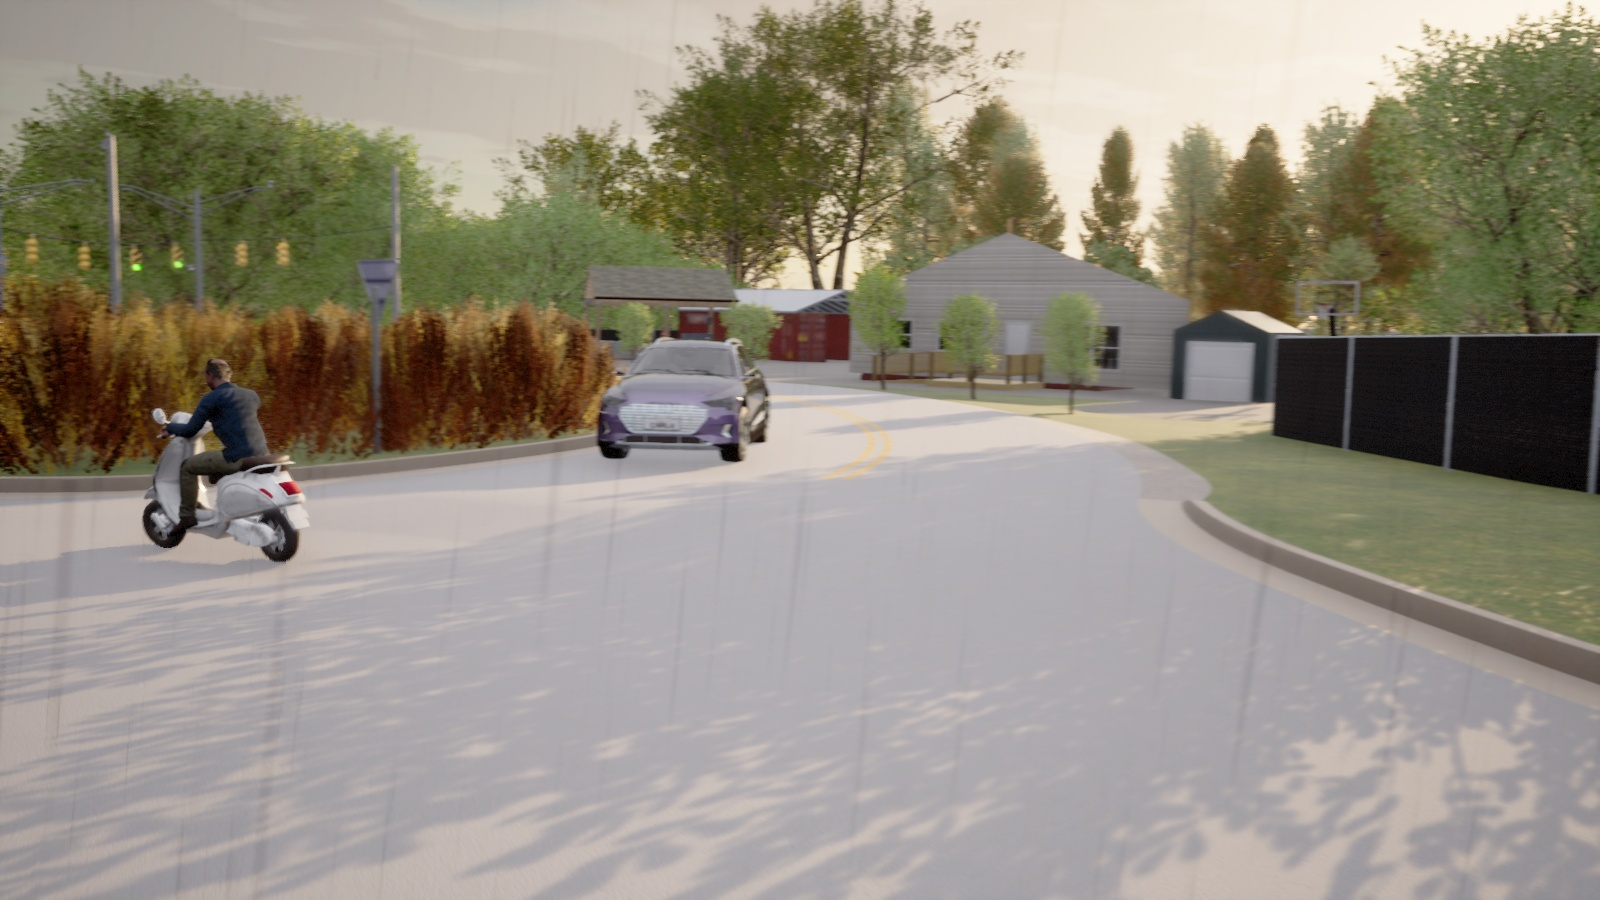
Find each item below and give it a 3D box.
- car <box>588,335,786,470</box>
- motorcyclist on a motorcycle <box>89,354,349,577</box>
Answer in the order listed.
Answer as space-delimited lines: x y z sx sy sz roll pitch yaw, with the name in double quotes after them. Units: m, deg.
-1.447 -0.811 18.116 2.033 1.649 4.856 1 5 5 "car"
-4.627 0.061 10.017 1.817 1.590 0.866 3 7 26 "motorcyclist on a motorcycle"
